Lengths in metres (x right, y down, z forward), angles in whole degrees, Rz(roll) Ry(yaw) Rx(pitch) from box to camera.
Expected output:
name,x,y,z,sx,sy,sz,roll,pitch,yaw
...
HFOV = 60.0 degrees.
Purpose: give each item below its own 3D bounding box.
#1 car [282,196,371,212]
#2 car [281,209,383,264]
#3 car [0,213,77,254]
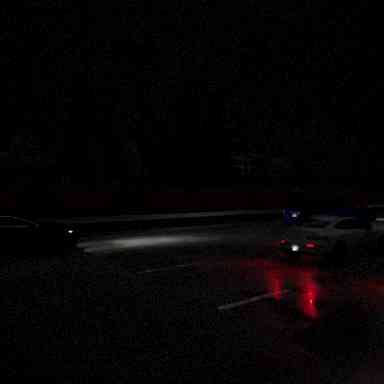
name,x,y,z,sx,sy,sz,roll,pitch,yaw
car,7.091,1.223,17.528,5.566,2.045,2.150,0,0,-36
car,5.089,1.525,11.752,4.674,1.442,1.812,0,0,-36
car,-6.683,1.490,11.882,4.902,1.511,2.128,0,0,-36
